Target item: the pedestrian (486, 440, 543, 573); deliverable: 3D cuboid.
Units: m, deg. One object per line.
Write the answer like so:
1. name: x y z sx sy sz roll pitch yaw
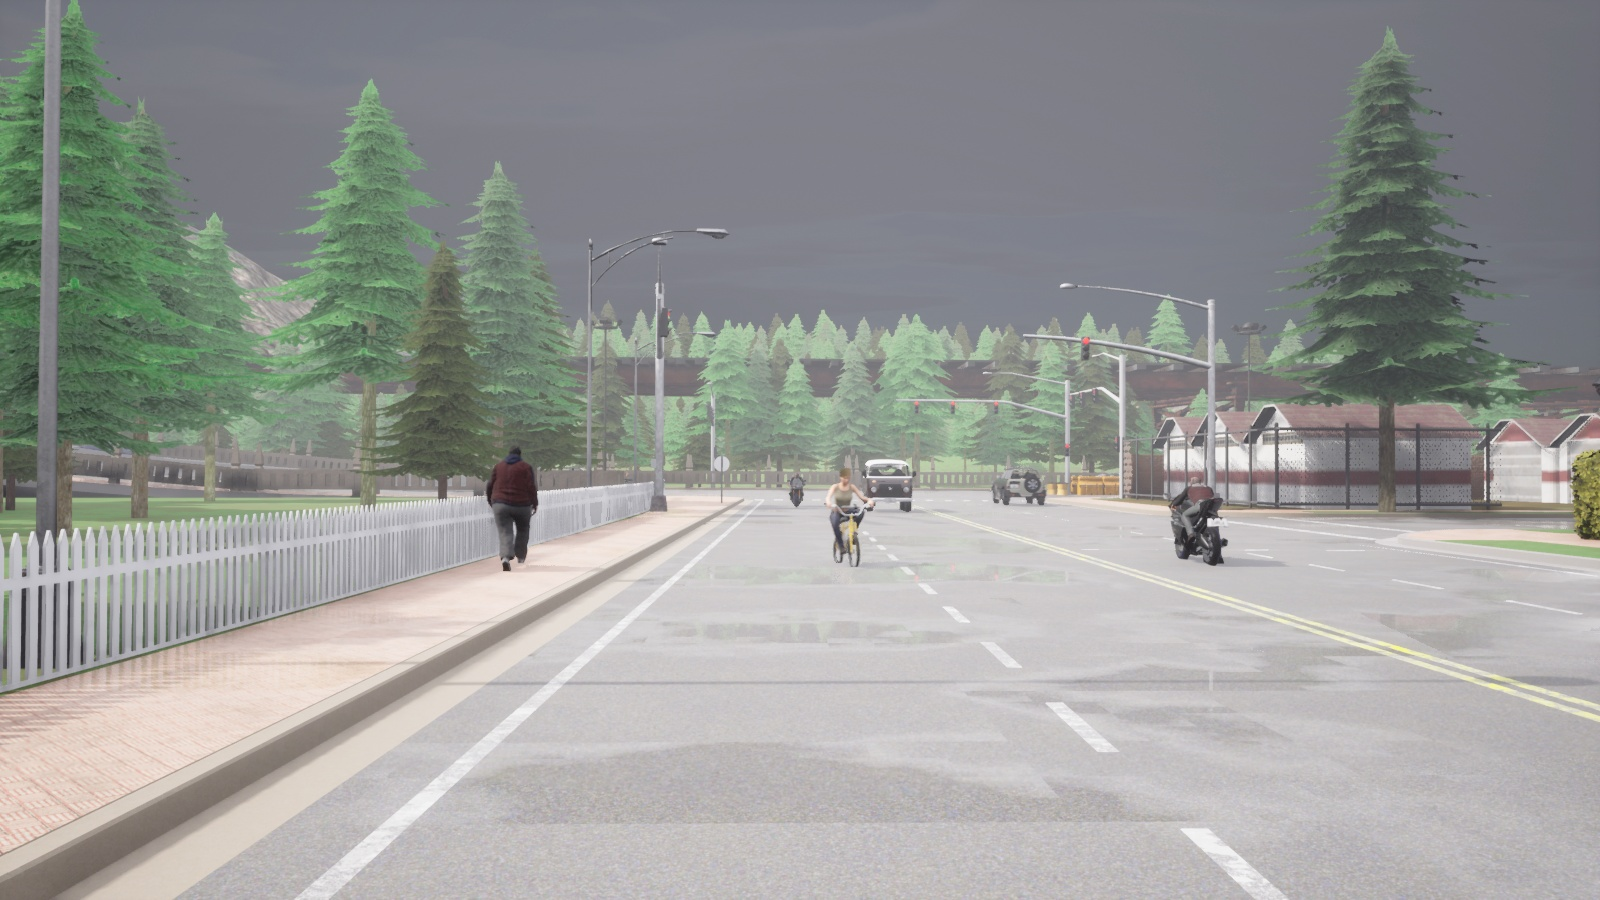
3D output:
1. pedestrian: -4.044 0.788 17.841 0.634 1.844 0.899 0 -1 -2

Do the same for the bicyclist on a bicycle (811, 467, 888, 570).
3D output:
1. bicyclist on a bicycle: 0.790 1.092 20.548 0.866 1.612 1.509 0 -1 -14

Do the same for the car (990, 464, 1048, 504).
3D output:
1. car: 10.351 1.590 59.710 1.932 1.855 4.605 0 -1 0

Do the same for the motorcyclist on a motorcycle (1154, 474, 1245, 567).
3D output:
1. motorcyclist on a motorcycle: 6.946 1.189 21.944 0.866 1.530 2.191 0 -1 0

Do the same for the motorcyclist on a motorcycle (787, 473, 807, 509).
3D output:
1. motorcyclist on a motorcycle: -0.135 1.765 54.612 0.866 1.530 2.191 0 -1 0

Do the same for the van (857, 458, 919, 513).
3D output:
1. van: 3.378 1.345 48.954 2.069 2.038 4.480 0 -1 0
